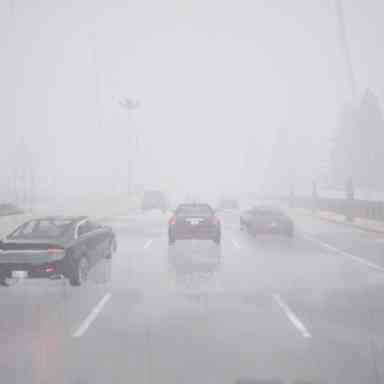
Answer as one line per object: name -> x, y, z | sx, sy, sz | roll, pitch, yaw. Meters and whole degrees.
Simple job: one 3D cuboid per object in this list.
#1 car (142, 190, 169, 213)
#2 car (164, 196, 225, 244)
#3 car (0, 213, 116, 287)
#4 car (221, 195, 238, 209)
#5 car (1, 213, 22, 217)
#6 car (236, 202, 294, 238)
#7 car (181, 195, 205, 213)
car -> -3.409, 0.857, 31.598 | 2.150, 2.045, 5.566 | 0, 1, 0
car -> 0.095, 1.180, 14.846 | 2.097, 1.767, 4.553 | 0, 1, 0
car -> -3.403, 1.386, 9.008 | 2.128, 1.511, 4.902 | 0, 1, 0
car -> 3.590, 1.086, 33.963 | 1.882, 1.535, 5.008 | 0, 1, 0
car -> -10.605, 1.305, 17.272 | 1.837, 1.490, 4.892 | 0, 1, 0
car -> 3.596, 1.372, 16.578 | 1.994, 1.385, 4.181 | 0, 1, 0
car -> 0.090, 1.119, 32.366 | 2.128, 1.511, 4.902 | 0, 1, 0
